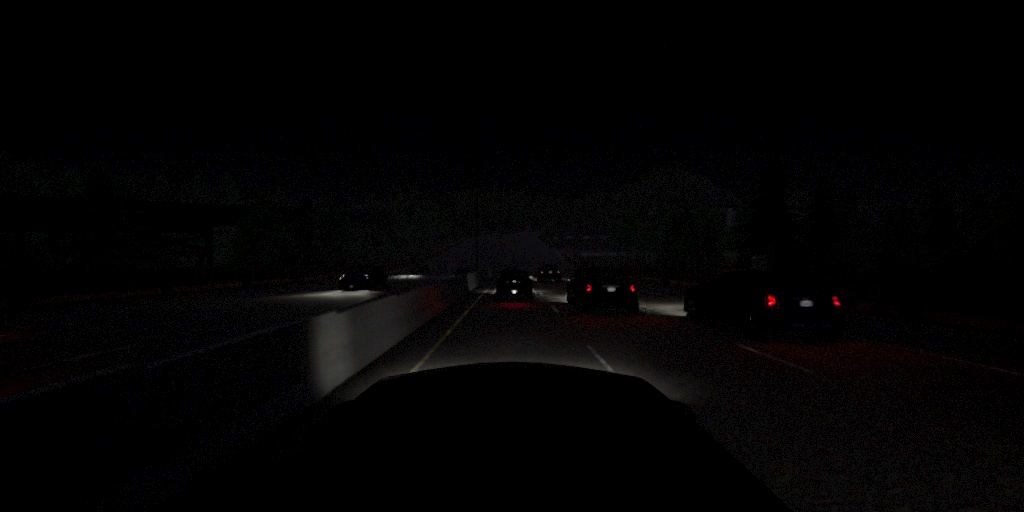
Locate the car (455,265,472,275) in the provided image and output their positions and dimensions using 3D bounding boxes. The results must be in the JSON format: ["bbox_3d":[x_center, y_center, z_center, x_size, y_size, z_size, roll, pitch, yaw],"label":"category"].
[{"bbox_3d":[-6.958,2.062,51.983,2.033,1.411,5.357,0,-1,0],"label":"car"}]

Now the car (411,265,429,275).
[{"bbox_3d":[-13.959,2.048,54.622,2.128,1.511,4.902,0,-1,0],"label":"car"}]

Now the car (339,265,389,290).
[{"bbox_3d":[-10.560,1.449,25.836,2.097,1.767,4.553,0,-1,0],"label":"car"}]

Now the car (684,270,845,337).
[{"bbox_3d":[7.108,1.208,10.774,2.097,1.767,4.553,0,-1,0],"label":"car"}]

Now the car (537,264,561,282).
[{"bbox_3d":[3.628,1.611,35.959,2.097,1.767,4.553,0,-1,0],"label":"car"}]

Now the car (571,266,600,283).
[{"bbox_3d":[7.127,1.750,35.141,1.837,1.490,4.892,0,-1,0],"label":"car"}]

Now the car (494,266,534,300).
[{"bbox_3d":[0.115,1.505,19.729,1.837,1.490,4.892,0,-1,0],"label":"car"}]

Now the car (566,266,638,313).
[{"bbox_3d":[3.611,1.280,15.133,2.097,1.767,4.553,0,-1,0],"label":"car"}]
